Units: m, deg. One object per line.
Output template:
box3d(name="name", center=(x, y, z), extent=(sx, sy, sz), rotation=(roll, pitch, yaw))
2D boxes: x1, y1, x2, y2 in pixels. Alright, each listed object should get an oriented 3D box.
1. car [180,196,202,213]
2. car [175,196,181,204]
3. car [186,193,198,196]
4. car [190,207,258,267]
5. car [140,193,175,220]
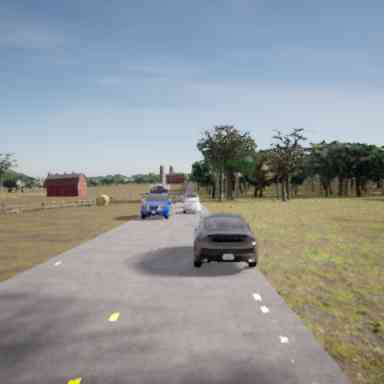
box3d(name="car", center=(0.038, 1.452, 34.906), extent=(1.812, 1.442, 4.674), rotation=(0, 0, 0))
box3d(name="car", center=(-2.769, 1.677, 68.684), extent=(1.837, 1.490, 4.892), rotation=(0, -1, 0))
box3d(name="car", center=(-0.003, 1.210, 48.549), extent=(2.150, 2.045, 5.566), rotation=(0, 0, 0))
box3d(name="car", center=(0.958, 1.459, 11.172), extent=(1.837, 1.490, 4.892), rotation=(0, 0, 0))
box3d(name="car", center=(-2.855, 1.145, 27.398), extent=(2.150, 2.045, 5.566), rotation=(0, 0, 0))
